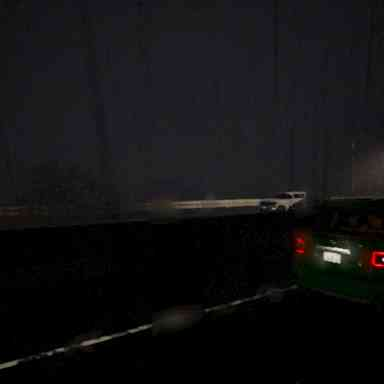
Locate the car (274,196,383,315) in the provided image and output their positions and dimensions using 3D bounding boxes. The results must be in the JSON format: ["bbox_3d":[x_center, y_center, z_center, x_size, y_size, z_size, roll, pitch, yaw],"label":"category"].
[{"bbox_3d":[4.517,1.156,7.058,5.566,2.045,2.150,-1,0,-35],"label":"car"}]

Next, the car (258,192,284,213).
[{"bbox_3d":[8.756,1.010,31.456,5.566,2.045,2.150,-1,0,-35],"label":"car"}]

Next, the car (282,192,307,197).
[{"bbox_3d":[10.189,1.148,28.187,4.553,1.767,2.097,-1,0,-35],"label":"car"}]
